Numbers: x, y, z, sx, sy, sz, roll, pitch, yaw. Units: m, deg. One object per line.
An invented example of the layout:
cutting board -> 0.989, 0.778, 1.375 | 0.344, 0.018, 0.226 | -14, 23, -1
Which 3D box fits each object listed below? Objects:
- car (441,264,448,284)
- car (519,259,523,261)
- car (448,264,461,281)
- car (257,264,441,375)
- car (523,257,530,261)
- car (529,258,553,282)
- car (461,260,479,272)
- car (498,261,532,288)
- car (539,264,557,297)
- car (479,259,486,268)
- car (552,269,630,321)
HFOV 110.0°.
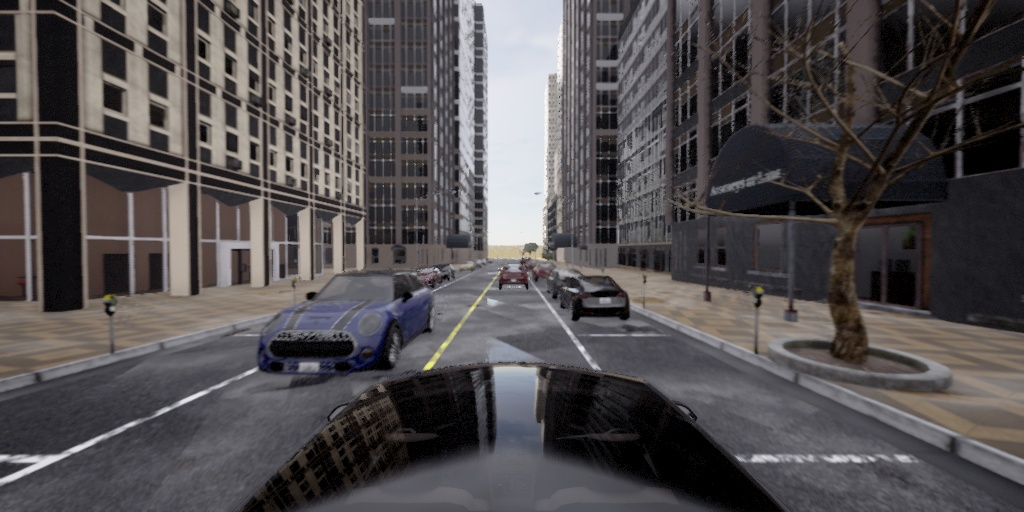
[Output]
car -> -5.664, 1.329, 23.758 | 1.802, 1.307, 4.207 | 0, 0, 0
car -> 0.085, 1.335, 43.682 | 1.895, 1.301, 4.718 | 0, 0, 0
car -> -5.666, 1.311, 29.432 | 1.948, 1.339, 4.313 | 0, 0, 0
car -> -3.091, 1.101, 7.709 | 2.097, 1.767, 4.553 | 0, 0, 0
car -> 2.676, 1.172, 46.399 | 1.967, 1.591, 4.097 | 0, 0, 0
car -> 2.682, 1.185, 29.375 | 1.967, 1.591, 4.097 | 0, 0, 0
car -> -5.690, 1.257, 46.285 | 1.751, 1.417, 4.829 | 0, 0, 0
car -> 0.095, 1.273, 23.345 | 1.812, 1.442, 4.674 | 0, 0, 0
car -> 2.686, 1.299, 18.025 | 2.007, 1.370, 4.403 | 0, 0, 0
car -> -5.710, 1.271, 57.802 | 2.007, 1.370, 4.403 | 0, 0, 0
car -> 2.687, 1.315, 12.352 | 1.948, 1.339, 4.313 | 0, 0, 0
